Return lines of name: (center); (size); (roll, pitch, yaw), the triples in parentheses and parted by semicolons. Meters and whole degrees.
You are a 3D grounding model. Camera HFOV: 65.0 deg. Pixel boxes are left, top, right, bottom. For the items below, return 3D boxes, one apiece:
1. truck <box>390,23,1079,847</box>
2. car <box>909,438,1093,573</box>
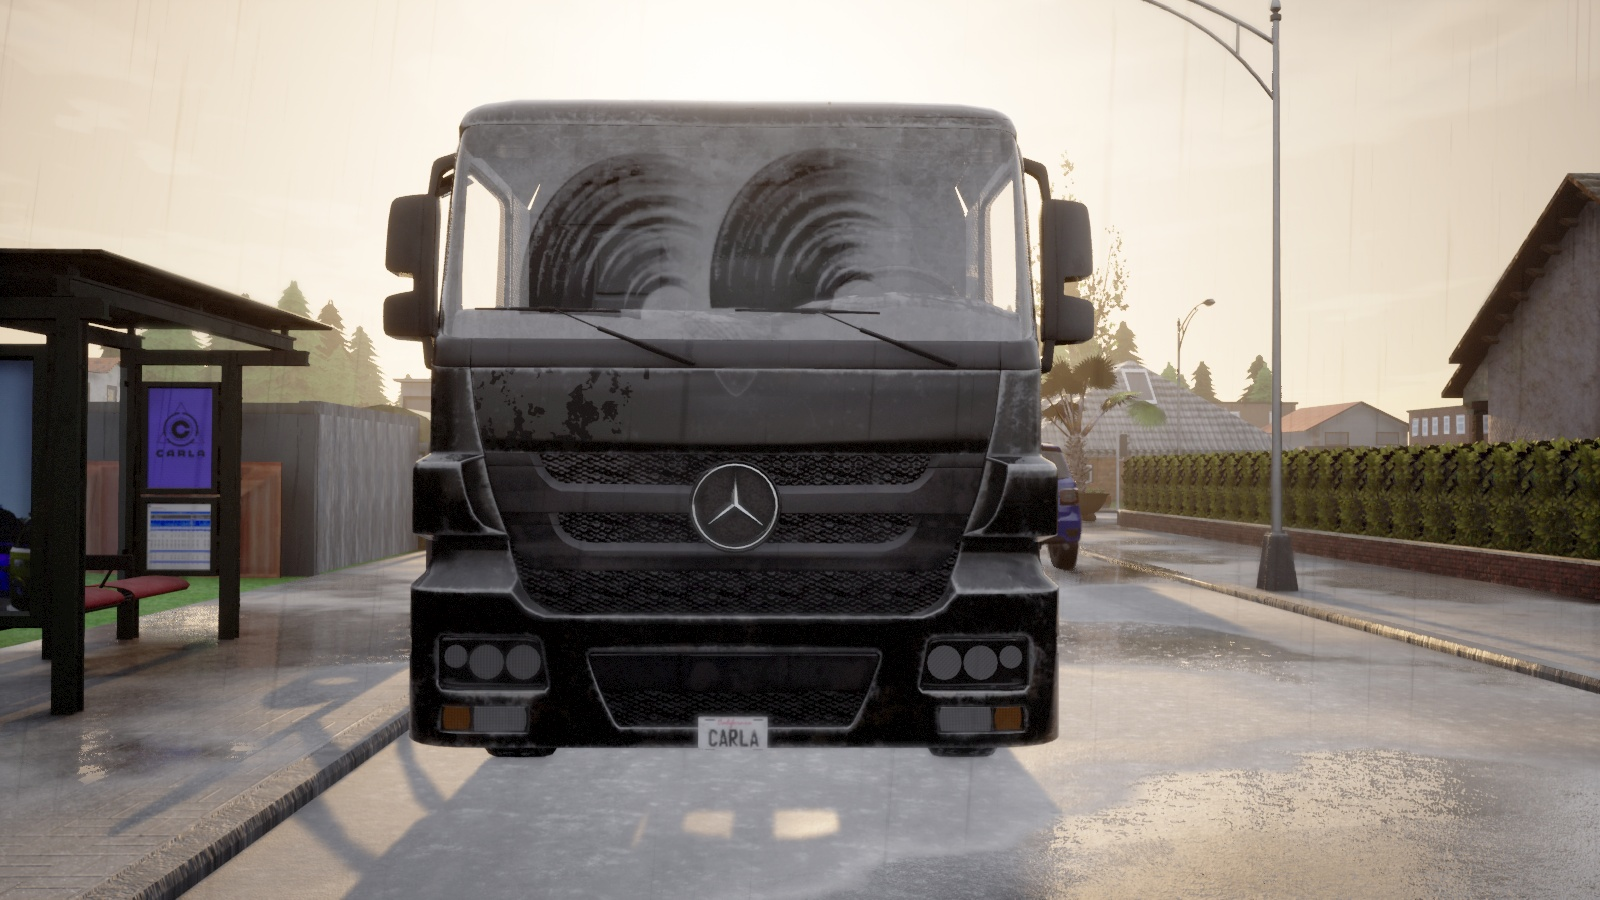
truck: (-0.345, -0.011, 9.266); (2.891, 3.462, 7.936); (0, -1, -1)
car: (3.302, 0.886, 21.845); (2.150, 2.045, 5.566); (0, -1, -2)
